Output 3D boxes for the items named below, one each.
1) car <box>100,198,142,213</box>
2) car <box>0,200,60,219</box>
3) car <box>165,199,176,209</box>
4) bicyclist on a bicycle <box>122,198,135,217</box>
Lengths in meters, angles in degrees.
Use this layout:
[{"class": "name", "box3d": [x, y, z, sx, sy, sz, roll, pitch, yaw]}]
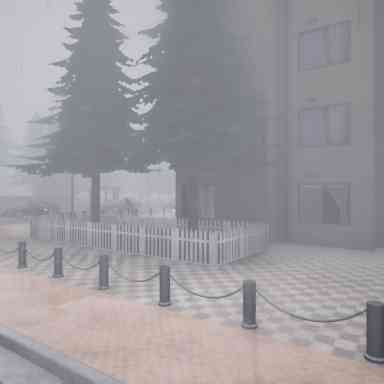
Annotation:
[{"class": "car", "box3d": [-7.825, 1.462, 36.946, 1.882, 1.535, 5.008, 0, 0, 37]}, {"class": "car", "box3d": [-13.951, 1.476, 28.893, 2.128, 1.511, 4.902, 0, 0, 37]}, {"class": "car", "box3d": [-1.612, 1.510, 45.076, 1.812, 1.442, 4.674, 0, 0, 37]}, {"class": "bicyclist on a bicycle", "box3d": [-5.345, 1.285, 27.851, 1.656, 1.620, 0.582, 0, 0, 37]}]
